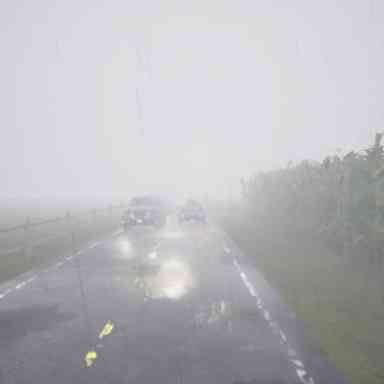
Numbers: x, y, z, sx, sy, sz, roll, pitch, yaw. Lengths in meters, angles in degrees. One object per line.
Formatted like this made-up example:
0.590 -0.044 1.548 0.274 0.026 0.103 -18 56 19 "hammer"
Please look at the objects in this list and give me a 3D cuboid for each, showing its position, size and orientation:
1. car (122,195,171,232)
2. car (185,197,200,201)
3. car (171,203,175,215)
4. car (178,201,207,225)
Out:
-2.779 1.214 20.561 2.150 2.045 5.566 0 0 0 "car"
0.079 1.477 42.937 1.837 1.490 4.892 0 0 0 "car"
-2.795 1.544 33.383 1.994 1.385 4.181 0 0 1 "car"
0.039 1.590 23.808 1.895 1.301 4.718 0 0 1 "car"
